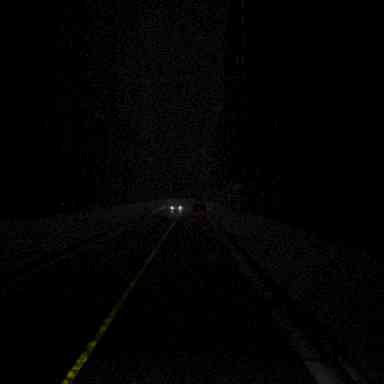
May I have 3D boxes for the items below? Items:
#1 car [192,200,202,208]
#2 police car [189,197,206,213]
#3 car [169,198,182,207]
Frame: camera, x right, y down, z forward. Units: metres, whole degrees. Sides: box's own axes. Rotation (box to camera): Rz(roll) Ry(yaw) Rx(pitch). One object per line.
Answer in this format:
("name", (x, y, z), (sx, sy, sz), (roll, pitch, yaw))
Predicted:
("car", (0.895, 2.130, 60.139), (1.812, 1.442, 4.674), (0, -1, 0))
("police car", (0.896, 1.865, 44.249), (1.930, 1.638, 5.238), (0, -1, 0))
("car", (-3.022, 2.182, 65.005), (1.812, 1.442, 4.674), (0, -1, 0))
